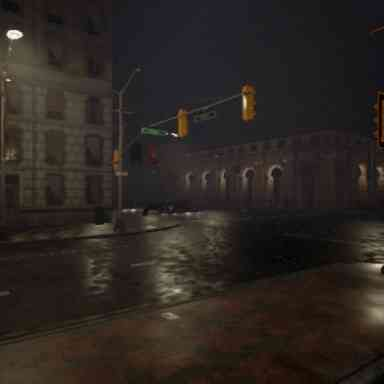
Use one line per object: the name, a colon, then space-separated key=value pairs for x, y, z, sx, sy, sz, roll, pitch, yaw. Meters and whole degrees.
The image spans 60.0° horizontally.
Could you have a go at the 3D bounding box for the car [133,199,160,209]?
car: x=-6.733 y=1.685 z=48.471 sx=1.895 sy=1.301 sz=4.718 roll=0 pitch=0 yaw=-35

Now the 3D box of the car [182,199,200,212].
car: x=-0.971 y=1.610 z=40.420 sx=1.812 sy=1.442 sz=4.674 roll=0 pitch=0 yaw=-36

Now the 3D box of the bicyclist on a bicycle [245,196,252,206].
bicyclist on a bicycle: x=8.775 y=1.437 z=51.643 sx=1.656 sy=1.620 sz=0.582 roll=0 pitch=0 yaw=-36

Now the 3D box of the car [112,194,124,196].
car: x=-12.803 y=1.307 z=57.130 sx=2.150 sy=2.045 sz=5.566 roll=0 pitch=0 yaw=-35

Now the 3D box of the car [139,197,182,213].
car: x=-3.716 y=1.563 z=38.240 sx=2.128 sy=1.511 sz=4.902 roll=0 pitch=0 yaw=-36

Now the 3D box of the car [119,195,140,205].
car: x=-11.614 y=1.450 z=61.618 sx=2.097 sy=1.767 sz=4.553 roll=0 pitch=0 yaw=-35

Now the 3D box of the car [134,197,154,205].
car: x=-9.482 y=1.712 z=64.844 sx=1.895 sy=1.301 sz=4.718 roll=0 pitch=0 yaw=-35

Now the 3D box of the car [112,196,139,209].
car: x=-9.522 y=1.636 z=46.371 sx=1.994 sy=1.385 sz=4.181 roll=0 pitch=0 yaw=-34
